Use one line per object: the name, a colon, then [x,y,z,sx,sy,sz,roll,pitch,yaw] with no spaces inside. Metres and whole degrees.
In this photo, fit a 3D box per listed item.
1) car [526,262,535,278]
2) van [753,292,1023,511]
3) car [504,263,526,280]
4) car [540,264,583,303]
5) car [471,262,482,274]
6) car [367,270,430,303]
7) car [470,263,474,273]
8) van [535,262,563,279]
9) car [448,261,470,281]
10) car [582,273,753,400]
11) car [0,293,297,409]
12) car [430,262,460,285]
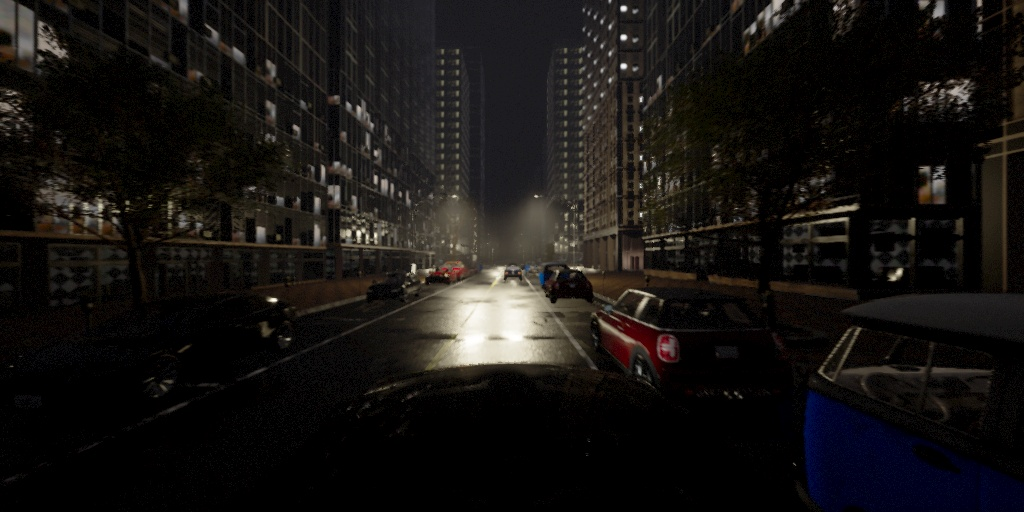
car: [2.682,1.737,40.498,2.007,1.370,4.403,0,0,0]
van: [2.689,1.080,0.714,1.690,1.789,3.998,0,0,0]
car: [0.096,1.694,36.992,2.033,1.411,5.357,0,-1,0]
car: [2.686,1.371,17.764,1.967,1.591,4.097,0,0,0]
car: [-5.701,1.895,51.864,1.802,1.307,4.207,0,0,0]
car: [-5.695,1.482,17.763,2.007,1.370,4.403,0,0,0]
car: [-5.699,1.768,40.496,1.802,1.307,4.207,0,0,0]
van: [2.685,1.336,23.447,1.690,1.789,3.998,0,0,0]
car: [-5.698,1.437,34.813,2.192,1.841,5.009,0,0,0]
car: [2.688,1.243,6.398,1.967,1.591,4.097,0,0,0]
car: [-5.693,1.369,6.396,1.948,1.339,4.313,0,0,0]
car: [-5.697,1.498,29.129,1.967,1.591,4.097,0,0,0]
